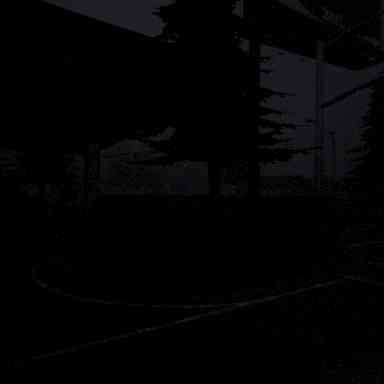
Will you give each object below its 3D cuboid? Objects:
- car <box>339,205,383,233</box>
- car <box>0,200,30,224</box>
[{"bbox_3d":[10.114,1.551,20.447,2.128,1.511,4.902,1,0,-36],"label":"car"},{"bbox_3d":[-13.235,1.337,22.575,3.866,1.878,1.905,1,0,-36],"label":"car"}]
